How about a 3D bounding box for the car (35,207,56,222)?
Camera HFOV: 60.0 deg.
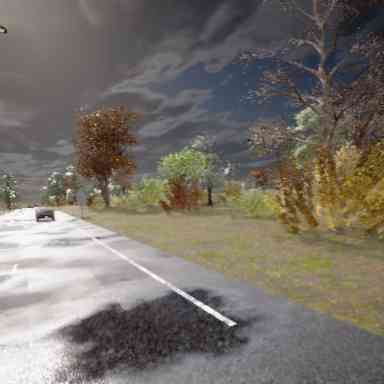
[{"bbox_3d":[-16.542,2.467,37.573,1.837,1.490,4.892,-4,0,-25],"label":"car"}]
